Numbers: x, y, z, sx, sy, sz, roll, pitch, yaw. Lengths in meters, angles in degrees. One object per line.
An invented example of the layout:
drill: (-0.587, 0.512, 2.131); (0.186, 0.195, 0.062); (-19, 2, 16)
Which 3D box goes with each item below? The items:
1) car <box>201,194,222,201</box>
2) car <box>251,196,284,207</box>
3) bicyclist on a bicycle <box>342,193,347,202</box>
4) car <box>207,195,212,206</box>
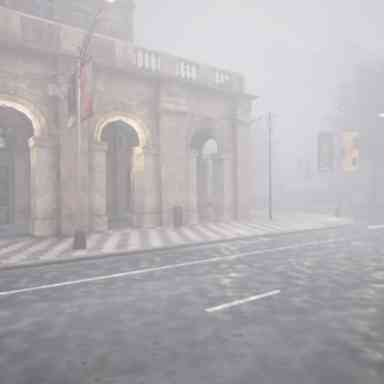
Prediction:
car: (4.194, 1.179, 73.322); (1.882, 1.535, 5.008); (0, 0, -36)
car: (10.155, 1.284, 45.084); (1.837, 1.490, 4.892); (0, 0, -36)
bicyclist on a bicycle: (25.904, 0.955, 56.547); (1.656, 1.620, 0.582); (-1, 0, -36)
car: (1.266, 1.418, 46.072); (1.895, 1.301, 4.718); (0, 0, -36)
